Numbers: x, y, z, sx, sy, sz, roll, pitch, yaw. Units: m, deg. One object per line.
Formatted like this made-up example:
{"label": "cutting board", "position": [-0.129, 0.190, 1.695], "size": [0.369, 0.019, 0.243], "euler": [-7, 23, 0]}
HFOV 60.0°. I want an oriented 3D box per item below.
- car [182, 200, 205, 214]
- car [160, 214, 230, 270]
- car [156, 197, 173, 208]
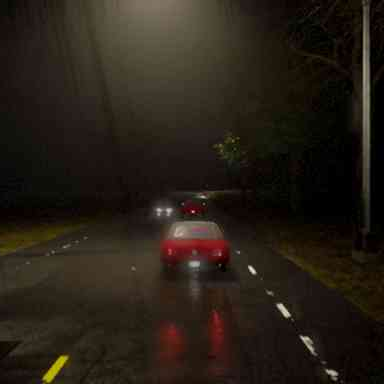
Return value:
{"label": "car", "position": [0.105, 1.424, 29.318], "size": [1.882, 1.535, 5.008], "euler": [0, 0, 0]}
{"label": "car", "position": [0.086, 1.628, 11.051], "size": [1.895, 1.301, 4.718], "euler": [0, 0, 0]}
{"label": "car", "position": [-3.567, 1.374, 43.490], "size": [1.994, 1.385, 4.181], "euler": [0, 1, 0]}
